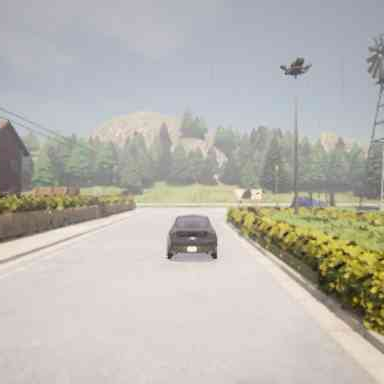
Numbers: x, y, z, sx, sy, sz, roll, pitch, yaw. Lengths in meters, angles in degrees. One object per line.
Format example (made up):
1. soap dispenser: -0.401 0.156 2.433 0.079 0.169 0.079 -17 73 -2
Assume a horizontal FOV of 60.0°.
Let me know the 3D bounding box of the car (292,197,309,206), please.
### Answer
1. car: 19.732 1.848 56.297 5.566 2.045 2.150 0 -1 1

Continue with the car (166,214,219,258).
1. car: 0.017 1.657 13.480 1.837 1.490 4.892 0 0 0
